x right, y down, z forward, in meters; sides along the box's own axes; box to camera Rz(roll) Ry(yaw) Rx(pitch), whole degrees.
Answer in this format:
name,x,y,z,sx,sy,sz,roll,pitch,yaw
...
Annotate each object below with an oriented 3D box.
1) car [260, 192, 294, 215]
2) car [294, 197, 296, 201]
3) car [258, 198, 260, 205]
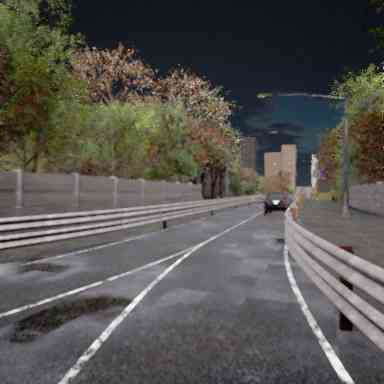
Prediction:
name,x,y,z,sx,sy,sz,roll,pitch,yaw
car,7.883,1.014,30.368,2.150,2.045,5.566,1,0,19
car,13.673,1.062,47.498,2.097,1.767,4.553,1,0,19
car,11.353,1.217,51.270,2.033,1.411,5.357,1,0,19
